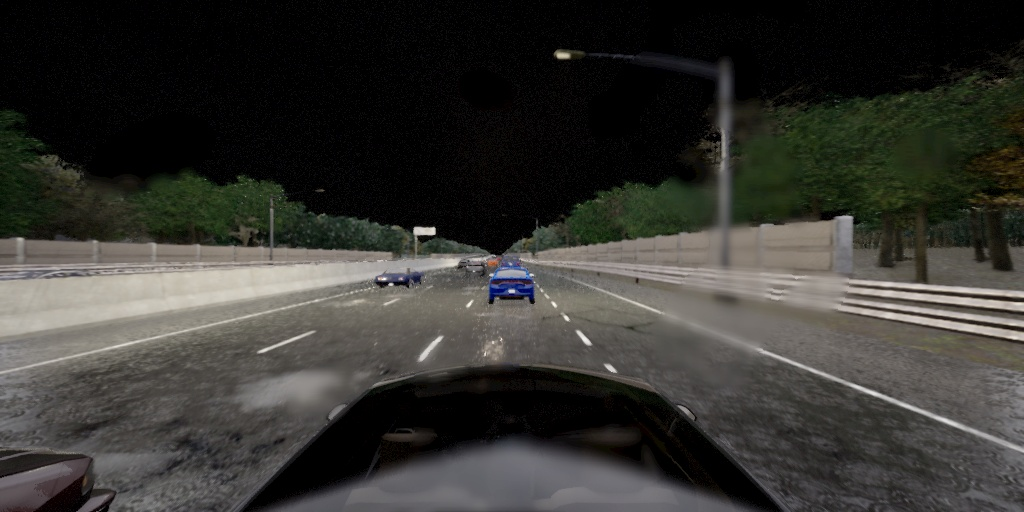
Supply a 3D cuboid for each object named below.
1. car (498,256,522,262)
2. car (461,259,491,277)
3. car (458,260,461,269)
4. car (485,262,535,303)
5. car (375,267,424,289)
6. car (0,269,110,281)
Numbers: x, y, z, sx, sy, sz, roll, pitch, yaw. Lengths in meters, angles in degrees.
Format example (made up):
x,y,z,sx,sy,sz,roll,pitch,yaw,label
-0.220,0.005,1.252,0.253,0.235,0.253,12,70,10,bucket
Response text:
x,y,z,sx,sy,sz,roll,pitch,yaw,label
-0.131,0.992,39.807,2.150,2.045,5.566,0,0,0,car
-3.609,1.259,36.597,2.128,1.511,4.902,0,0,0,car
-7.274,1.311,55.827,1.837,1.490,4.892,0,0,-1,car
-0.016,1.232,16.576,1.882,1.535,5.008,0,0,0,car
-7.036,1.359,23.059,1.895,1.301,4.718,0,0,0,car
-17.509,1.256,13.312,2.128,1.511,4.902,0,0,0,car
